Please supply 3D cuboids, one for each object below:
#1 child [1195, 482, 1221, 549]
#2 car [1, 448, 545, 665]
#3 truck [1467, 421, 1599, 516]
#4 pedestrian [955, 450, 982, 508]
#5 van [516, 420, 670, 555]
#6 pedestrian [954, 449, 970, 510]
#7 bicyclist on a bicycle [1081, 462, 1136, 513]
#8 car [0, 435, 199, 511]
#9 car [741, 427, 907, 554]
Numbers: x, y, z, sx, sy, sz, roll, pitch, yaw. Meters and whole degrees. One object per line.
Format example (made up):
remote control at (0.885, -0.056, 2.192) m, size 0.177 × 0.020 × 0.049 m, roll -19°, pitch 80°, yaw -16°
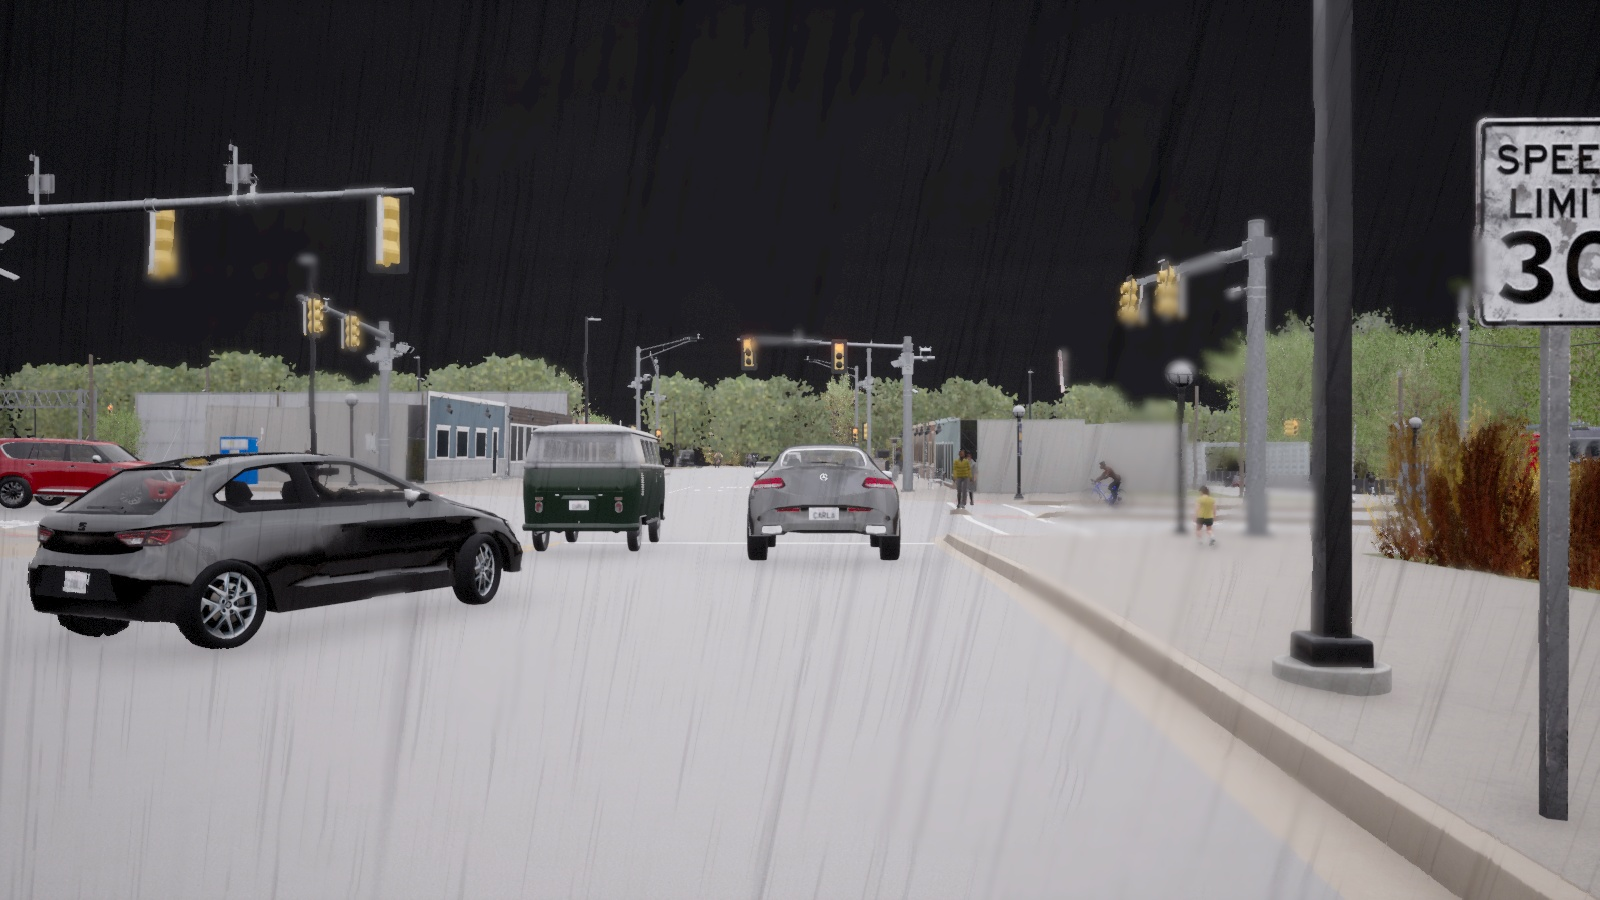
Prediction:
child at (6.851, 1.093, 21.078) m, size 0.255 × 1.110 × 0.394 m, roll 0°, pitch 1°, yaw -12°
car at (-4.332, 0.746, 11.057) m, size 1.816 × 1.474 × 4.193 m, roll 0°, pitch 1°, yaw 28°
truck at (32.456, 0.827, 54.751) m, size 2.891 × 3.827 × 8.468 m, roll -1°, pitch -1°, yaw 6°
pedestrian at (5.851, 0.997, 43.617) m, size 0.659 × 1.952 × 0.873 m, roll 0°, pitch 1°, yaw 29°
van at (-3.282, 0.598, 20.731) m, size 1.775 × 1.987 × 4.442 m, roll 0°, pitch -1°, yaw 0°
pedestrian at (5.009, 0.901, 38.861) m, size 0.431 × 1.840 × 0.709 m, roll 0°, pitch 1°, yaw 3°
bicyclist on a bicycle at (10.250, 1.247, 41.786) m, size 1.656 × 1.620 × 0.582 m, roll 1°, pitch -1°, yaw 0°
car at (-21.005, 0.660, 36.899) m, size 5.566 × 2.045 × 2.150 m, roll 1°, pitch 0°, yaw -3°
car at (0.350, 0.588, 18.883) m, size 2.152 × 1.651 × 5.027 m, roll 0°, pitch -1°, yaw 1°
